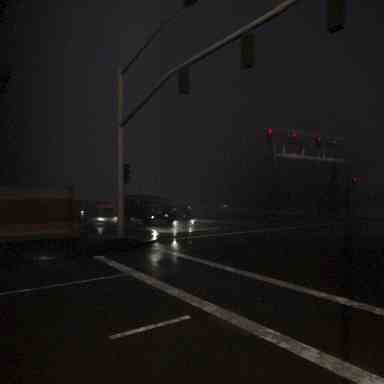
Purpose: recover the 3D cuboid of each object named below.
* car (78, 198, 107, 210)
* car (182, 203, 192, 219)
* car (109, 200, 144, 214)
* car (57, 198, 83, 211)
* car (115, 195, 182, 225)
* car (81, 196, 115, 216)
[{"bbox_3d":[-13.364,1.547,44.531,2.033,1.411,5.357,0,0,-36],"label":"car"},{"bbox_3d":[-1.918,1.352,28.581,2.097,1.767,4.553,0,0,-36],"label":"car"},{"bbox_3d":[-7.161,1.601,35.880,1.895,1.301,4.718,0,0,-36],"label":"car"},{"bbox_3d":[-15.090,1.526,40.941,1.812,1.442,4.674,0,0,-35],"label":"car"},{"bbox_3d":[-3.334,1.222,24.549,2.150,2.045,5.566,0,0,-36],"label":"car"},{"bbox_3d":[-9.095,1.478,32.574,1.882,1.535,5.008,0,0,-36],"label":"car"}]
